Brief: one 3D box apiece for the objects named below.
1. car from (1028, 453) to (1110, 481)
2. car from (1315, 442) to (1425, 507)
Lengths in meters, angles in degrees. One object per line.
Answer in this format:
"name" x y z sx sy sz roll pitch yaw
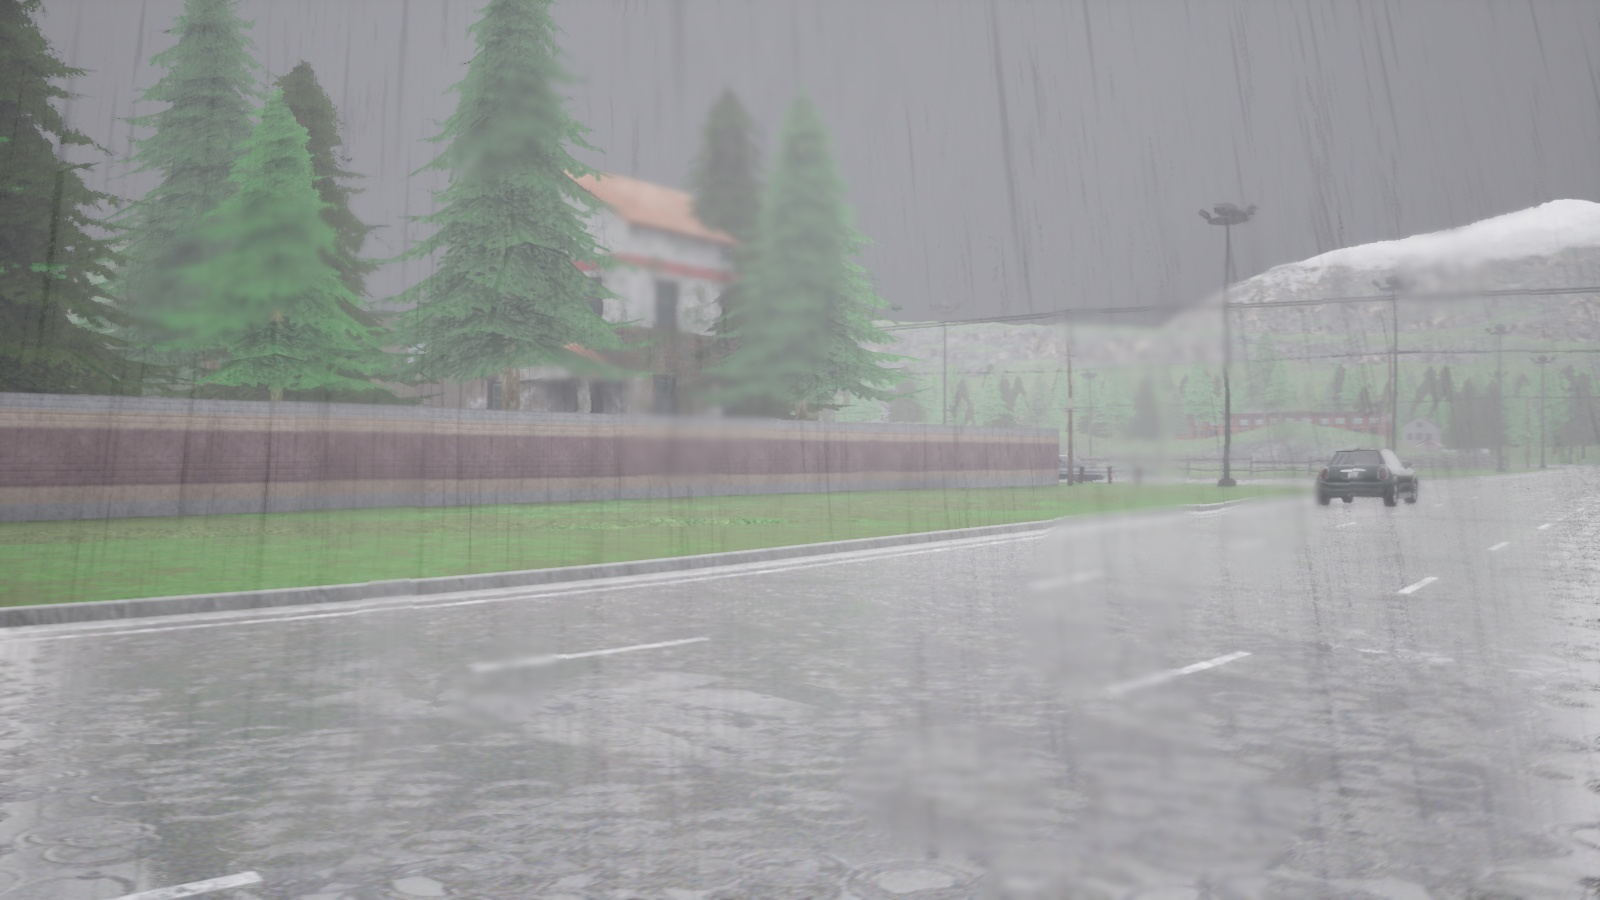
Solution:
"car" 14.400 0.890 67.209 3.806 1.475 1.970 0 0 35
"car" 16.833 0.679 36.976 2.097 1.767 4.553 0 0 36
